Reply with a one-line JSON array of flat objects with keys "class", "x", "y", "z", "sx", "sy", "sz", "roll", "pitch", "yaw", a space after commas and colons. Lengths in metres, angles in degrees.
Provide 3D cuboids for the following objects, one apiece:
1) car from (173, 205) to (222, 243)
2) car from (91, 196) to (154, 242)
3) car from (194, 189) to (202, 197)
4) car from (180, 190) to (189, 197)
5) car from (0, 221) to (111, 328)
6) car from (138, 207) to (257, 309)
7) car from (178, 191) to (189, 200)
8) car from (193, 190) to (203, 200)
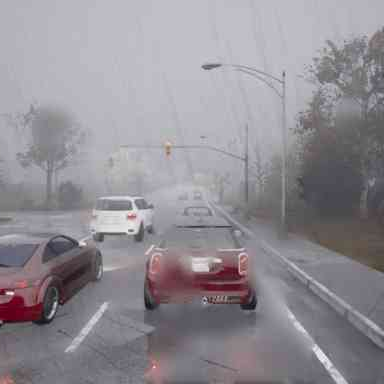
[{"class": "car", "x": 0.290, "y": 1.491, "z": 16.981, "sx": 2.128, "sy": 1.511, "sz": 4.902, "roll": 0, "pitch": 0, "yaw": 1}, {"class": "car", "x": -3.246, "y": 1.221, "z": 16.543, "sx": 2.150, "sy": 2.045, "sz": 5.566, "roll": 0, "pitch": 0, "yaw": 3}, {"class": "car", "x": 1.583, "y": 0.169, "z": 85.443, "sx": 2.097, "sy": 1.767, "sz": 4.553, "roll": 0, "pitch": 3, "yaw": 1}, {"class": "car", "x": -1.915, "y": 0.352, "z": 85.556, "sx": 2.033, "sy": 1.411, "sz": 5.357, "roll": 0, "pitch": 3, "yaw": 1}, {"class": "car", "x": -3.337, "y": 1.564, "z": 7.125, "sx": 1.994, "sy": 1.385, "sz": 4.181, "roll": 0, "pitch": 0, "yaw": 0}, {"class": "car", "x": 0.173, "y": 1.352, "z": 8.005, "sx": 2.097, "sy": 1.767, "sz": 4.553, "roll": 0, "pitch": 0, "yaw": 1}, {"class": "car", "x": -2.123, "y": 1.041, "z": 75.556, "sx": 1.994, "sy": 1.385, "sz": 4.181, "roll": 0, "pitch": 3, "yaw": 1}, {"class": "car", "x": 1.377, "y": 1.013, "z": 75.483, "sx": 1.812, "sy": 1.442, "sz": 4.674, "roll": 0, "pitch": 3, "yaw": 1}]
